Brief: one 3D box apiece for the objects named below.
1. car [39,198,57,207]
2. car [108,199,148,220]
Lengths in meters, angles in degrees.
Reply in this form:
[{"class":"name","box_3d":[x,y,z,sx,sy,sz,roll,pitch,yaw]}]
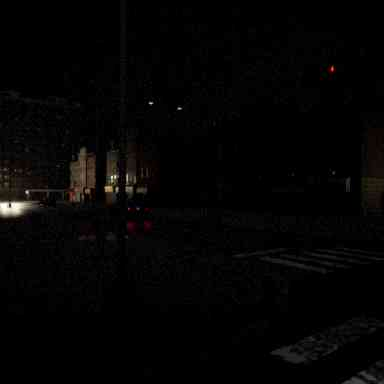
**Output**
[{"class":"car","box_3d":[-23.401,1.681,53.908,2.033,1.411,5.357,1,0,-36]},{"class":"car","box_3d":[-5.652,1.418,28.893,2.097,1.767,4.553,1,0,-35]}]
